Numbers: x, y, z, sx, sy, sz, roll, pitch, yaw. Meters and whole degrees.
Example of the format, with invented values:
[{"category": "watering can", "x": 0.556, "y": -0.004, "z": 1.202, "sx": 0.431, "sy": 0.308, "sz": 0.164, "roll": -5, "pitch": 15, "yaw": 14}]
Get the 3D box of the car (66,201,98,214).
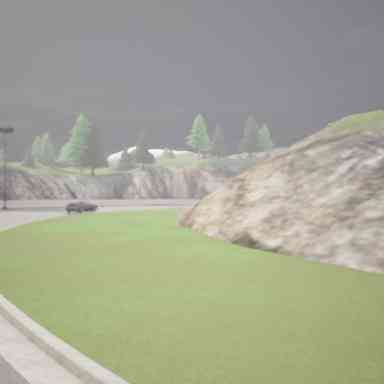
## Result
[{"category": "car", "x": -13.620, "y": 1.866, "z": 41.368, "sx": 2.128, "sy": 1.511, "sz": 4.902, "roll": 0, "pitch": -1, "yaw": 16}]
